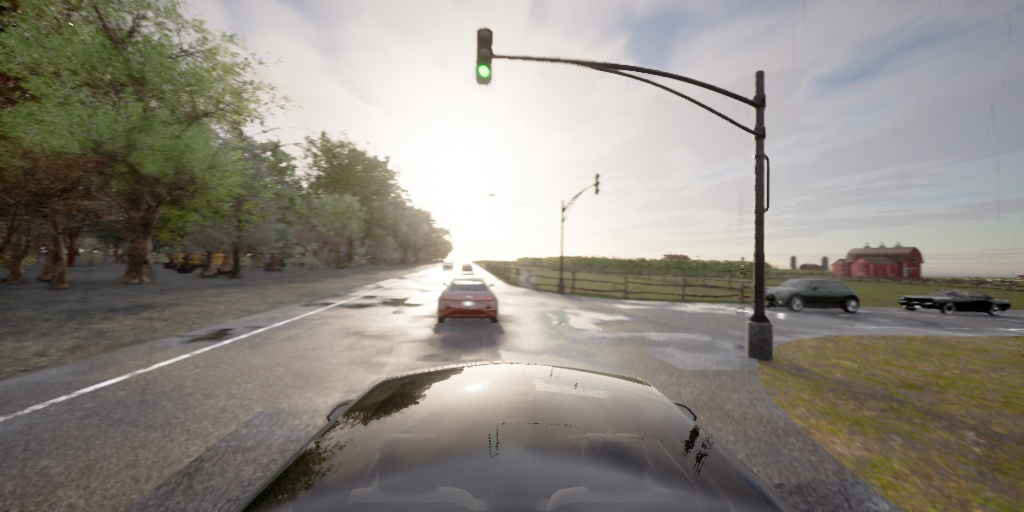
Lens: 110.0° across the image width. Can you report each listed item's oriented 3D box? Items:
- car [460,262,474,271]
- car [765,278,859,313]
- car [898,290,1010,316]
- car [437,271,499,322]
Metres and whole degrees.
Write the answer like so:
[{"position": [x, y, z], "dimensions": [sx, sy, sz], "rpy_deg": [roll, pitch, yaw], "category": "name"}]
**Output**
[{"position": [-6.600, 1.740, 52.791], "dimensions": [2.128, 1.511, 4.902], "rpy_deg": [2, -1, -7], "category": "car"}, {"position": [15.277, 1.944, 18.746], "dimensions": [4.553, 1.767, 2.097], "rpy_deg": [2, -2, -6], "category": "car"}, {"position": [24.252, 2.525, 19.786], "dimensions": [4.718, 1.301, 1.895], "rpy_deg": [2, -2, -7], "category": "car"}, {"position": [-1.567, 1.421, 12.780], "dimensions": [1.994, 1.385, 4.181], "rpy_deg": [2, -1, -7], "category": "car"}]
